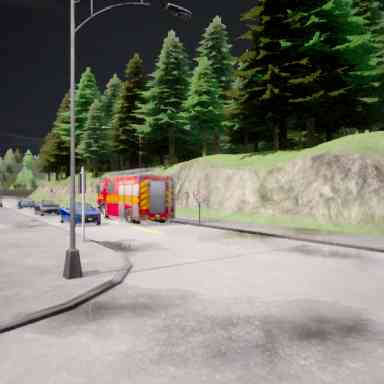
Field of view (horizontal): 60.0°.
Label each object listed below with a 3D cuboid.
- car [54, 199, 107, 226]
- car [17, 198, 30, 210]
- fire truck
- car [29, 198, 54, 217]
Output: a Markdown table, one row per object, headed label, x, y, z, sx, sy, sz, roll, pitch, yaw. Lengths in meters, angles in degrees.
| label | x | y | z | sx | sy | sz | roll | pitch | yaw |
| --- | --- | --- | --- | --- | --- | --- | --- | --- | --- |
| car | -7.975 | 1.478 | 23.478 | 1.882 | 1.535 | 5.008 | 0 | 0 | -34 |
| car | -21.492 | 1.525 | 43.262 | 1.812 | 1.442 | 4.674 | 0 | 0 | -34 |
| fire truck | -4.624 | 0.342 | 25.859 | 2.891 | 3.827 | 8.468 | 0 | 0 | -34 |
| car | -14.068 | 1.548 | 32.364 | 2.033 | 1.411 | 5.357 | 0 | 0 | -34 |
